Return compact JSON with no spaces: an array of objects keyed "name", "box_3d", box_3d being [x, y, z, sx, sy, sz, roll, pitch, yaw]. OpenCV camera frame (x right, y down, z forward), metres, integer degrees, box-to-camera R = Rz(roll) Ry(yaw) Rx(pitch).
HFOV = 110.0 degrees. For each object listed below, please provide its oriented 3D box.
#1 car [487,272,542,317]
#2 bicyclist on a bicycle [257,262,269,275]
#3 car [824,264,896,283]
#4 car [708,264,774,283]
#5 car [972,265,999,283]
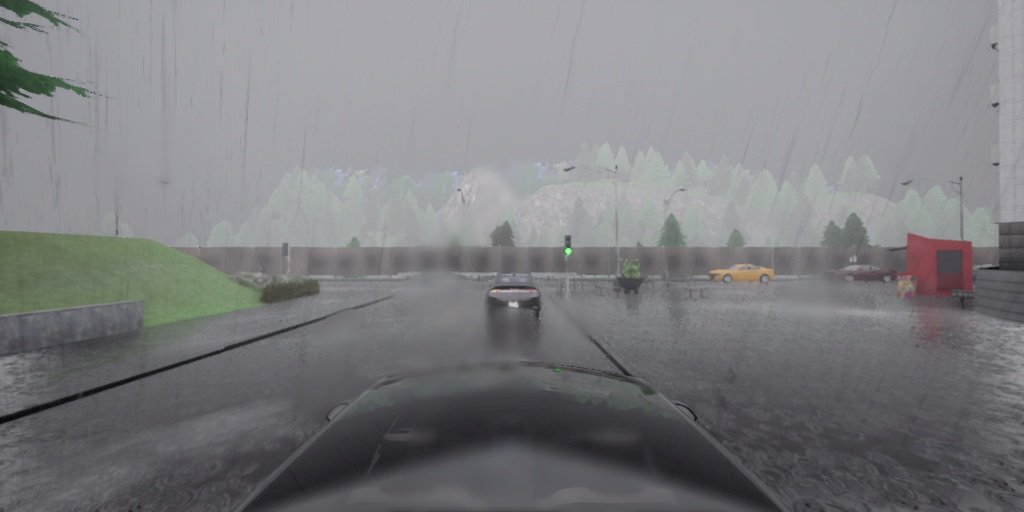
[{"name":"car","box_3d":[0.086,1.342,13.630,2.128,1.511,4.902,0,0,0]},{"name":"bicyclist on a bicycle","box_3d":[-24.033,1.375,34.565,0.582,1.620,1.656,0,0,0]},{"name":"car","box_3d":[29.393,1.468,30.398,5.008,1.535,1.882,0,0,0]},{"name":"car","box_3d":[19.344,1.468,30.395,5.008,1.535,1.882,0,0,0]},{"name":"car","box_3d":[39.793,1.495,30.381,4.892,1.490,1.837,0,0,0]}]
